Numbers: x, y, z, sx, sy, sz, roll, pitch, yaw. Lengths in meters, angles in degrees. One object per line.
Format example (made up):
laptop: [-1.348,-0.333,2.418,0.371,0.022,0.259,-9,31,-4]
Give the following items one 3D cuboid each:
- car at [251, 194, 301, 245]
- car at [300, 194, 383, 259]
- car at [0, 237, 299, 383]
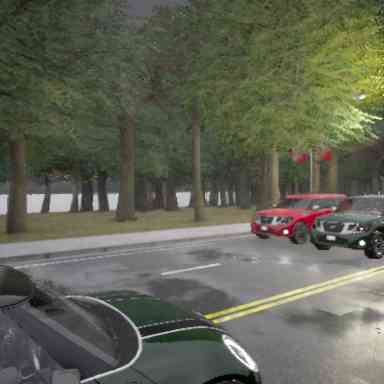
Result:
car: [5.246,1.126,15.385,5.566,2.045,2.150,-1,0,-35]
car: [6.811,1.129,12.510,5.566,2.045,2.150,-1,0,-35]
car: [-1.590,1.352,2.302,4.553,1.767,2.097,-1,0,-36]
